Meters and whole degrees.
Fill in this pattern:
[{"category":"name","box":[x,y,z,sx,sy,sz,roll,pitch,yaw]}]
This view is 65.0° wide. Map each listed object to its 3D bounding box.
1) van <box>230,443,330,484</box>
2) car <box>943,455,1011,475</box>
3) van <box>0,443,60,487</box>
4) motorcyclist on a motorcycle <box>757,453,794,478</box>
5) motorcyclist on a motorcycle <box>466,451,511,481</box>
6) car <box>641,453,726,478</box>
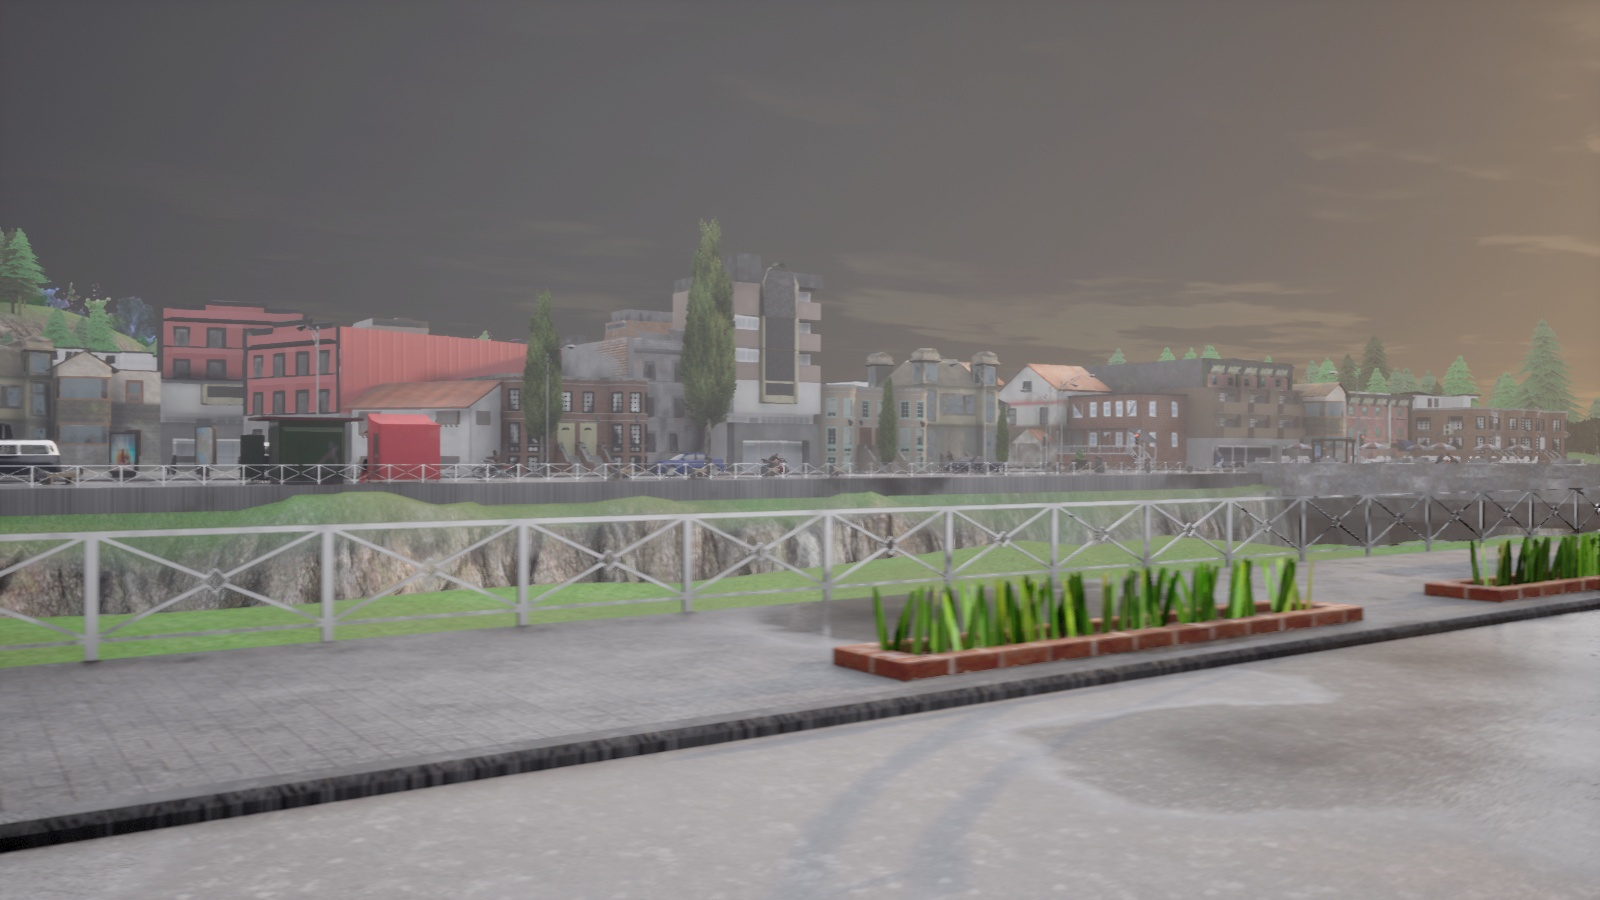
[{"category":"van","box":[-27.089,0.687,65.485,4.480,2.038,2.069,0,0,-35]},{"category":"car","box":[12.476,1.035,88.254,4.718,1.301,1.895,0,0,-35]},{"category":"van","box":[-37.145,0.691,58.463,4.480,2.038,2.069,0,0,-35]},{"category":"motorcyclist on a motorcycle","box":[-1.529,0.975,78.469,2.191,1.530,0.866,0,0,-35]},{"category":"motorcyclist on a motorcycle","box":[-17.833,0.910,71.948,2.350,1.649,0.766,0,0,-34]},{"category":"car","box":[-7.315,0.932,79.222,5.008,1.535,1.882,0,0,-33]}]
